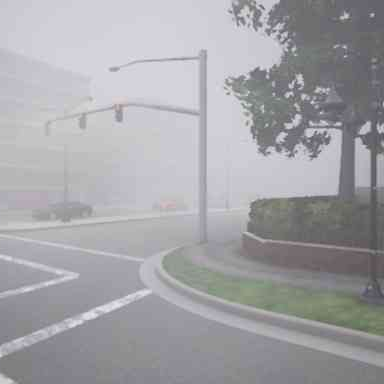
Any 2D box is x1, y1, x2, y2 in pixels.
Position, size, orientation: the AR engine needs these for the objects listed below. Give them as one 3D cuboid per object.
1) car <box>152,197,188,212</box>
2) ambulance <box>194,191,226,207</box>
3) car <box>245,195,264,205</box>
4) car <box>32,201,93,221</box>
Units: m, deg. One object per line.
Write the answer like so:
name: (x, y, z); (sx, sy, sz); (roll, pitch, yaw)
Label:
car: (-2.509, 1.334, 37.874); (2.097, 1.767, 4.553); (0, 0, 36)
ambulance: (2.743, 1.003, 50.898); (2.351, 2.431, 6.366); (0, 0, 36)
car: (10.632, 1.330, 55.829); (2.097, 1.767, 4.553); (0, 0, 36)
car: (-10.416, 1.483, 26.993); (1.837, 1.490, 4.892); (0, 0, 36)
